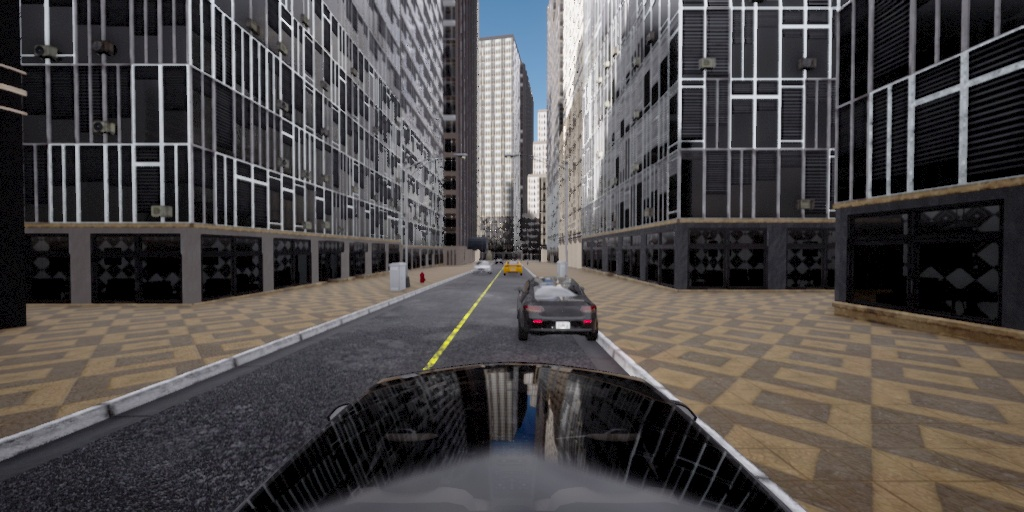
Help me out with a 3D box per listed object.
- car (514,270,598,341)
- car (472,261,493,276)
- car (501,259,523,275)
[{"bbox_3d":[1.057,1.269,9.724,1.812,1.442,4.674,0,0,0],"label":"car"},{"bbox_3d":[-3.064,1.256,37.878,1.812,1.442,4.674,0,0,0],"label":"car"},{"bbox_3d":[0.112,1.208,37.858,1.882,1.535,5.008,0,0,0],"label":"car"}]
